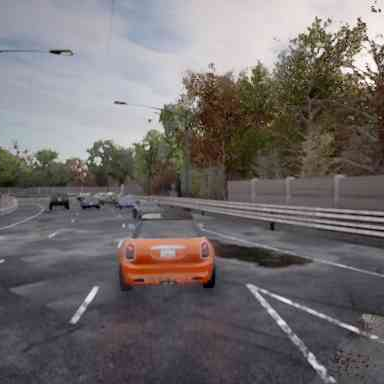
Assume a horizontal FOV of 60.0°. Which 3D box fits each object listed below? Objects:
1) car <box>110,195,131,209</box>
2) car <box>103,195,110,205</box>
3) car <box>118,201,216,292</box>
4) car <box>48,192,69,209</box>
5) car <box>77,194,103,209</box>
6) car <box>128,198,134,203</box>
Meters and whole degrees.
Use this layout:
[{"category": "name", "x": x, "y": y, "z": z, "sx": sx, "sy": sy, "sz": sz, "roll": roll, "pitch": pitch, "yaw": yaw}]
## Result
[{"category": "car", "x": -7.778, "y": 1.278, "z": 38.390, "sx": 2.033, "sy": 1.411, "sz": 5.357, "roll": -1, "pitch": 1, "yaw": -22}, {"category": "car", "x": -12.706, "y": 1.168, "z": 49.054, "sx": 2.128, "sy": 1.511, "sz": 4.902, "roll": -1, "pitch": 1, "yaw": -26}, {"category": "car", "x": -0.696, "y": 1.282, "z": 9.023, "sx": 2.097, "sy": 1.767, "sz": 4.553, "roll": 0, "pitch": 1, "yaw": -5}, {"category": "car", "x": -16.349, "y": 0.994, "z": 40.761, "sx": 2.150, "sy": 2.045, "sz": 5.566, "roll": -1, "pitch": 1, "yaw": -24}, {"category": "car", "x": -12.502, "y": 1.310, "z": 40.553, "sx": 1.994, "sy": 1.385, "sz": 4.181, "roll": -1, "pitch": 1, "yaw": -23}, {"category": "car", "x": -3.432, "y": 1.373, "z": 25.487, "sx": 1.994, "sy": 1.385, "sz": 4.181, "roll": -1, "pitch": 1, "yaw": -18}]
